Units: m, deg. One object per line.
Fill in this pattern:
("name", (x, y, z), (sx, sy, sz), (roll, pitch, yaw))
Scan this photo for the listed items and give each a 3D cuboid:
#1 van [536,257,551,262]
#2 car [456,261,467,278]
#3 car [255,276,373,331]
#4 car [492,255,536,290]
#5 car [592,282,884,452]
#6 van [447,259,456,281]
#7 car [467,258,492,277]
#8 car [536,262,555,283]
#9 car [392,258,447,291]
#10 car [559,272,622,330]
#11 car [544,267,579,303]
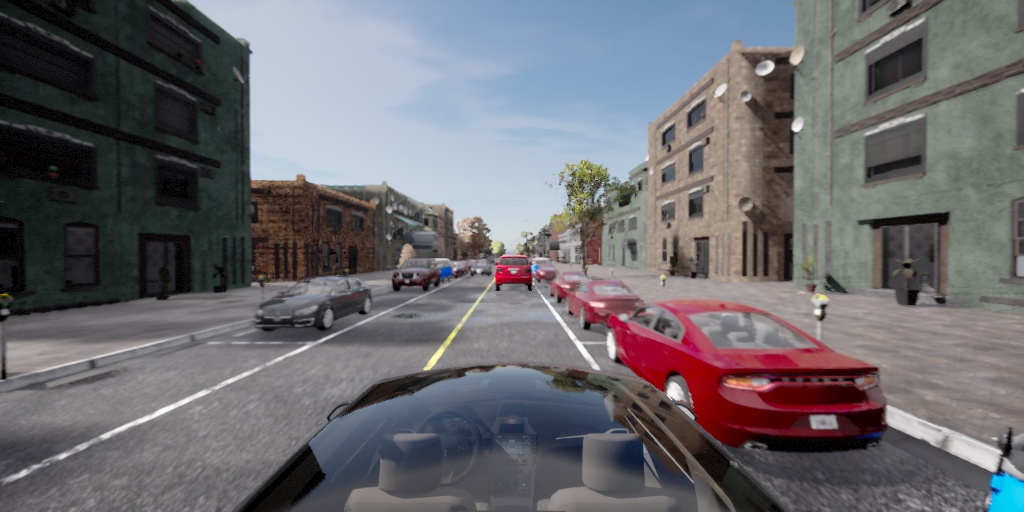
("van", (2.704, 1.089, 33.064), (1.690, 1.789, 3.998), (0, 0, 0))
("car", (-5.677, 1.189, 33.064), (1.967, 1.591, 4.097), (0, 0, 0))
("car", (-5.683, 1.301, 10.871), (2.007, 1.370, 4.403), (0, 0, 0))
("car", (0.108, 0.971, 22.428), (2.150, 2.045, 5.566), (0, 0, 0))
("car", (2.696, 1.295, 5.322), (1.888, 1.381, 4.507), (0, 0, 0))
("van", (-5.679, 1.090, 27.516), (1.690, 1.789, 3.998), (0, 0, 0))
("car", (-3.018, 1.241, 35.864), (2.128, 1.511, 4.902), (0, 0, 1))
("car", (2.702, 1.331, 27.515), (1.802, 1.307, 4.207), (0, 0, 0))
("car", (-5.680, 1.065, 21.967), (2.192, 1.841, 5.009), (0, 0, 0))
("car", (2.697, 1.332, 10.870), (1.802, 1.307, 4.207), (0, 0, 0))
("car", (2.699, 1.331, 16.418), (1.802, 1.307, 4.207), (0, 0, 0))
